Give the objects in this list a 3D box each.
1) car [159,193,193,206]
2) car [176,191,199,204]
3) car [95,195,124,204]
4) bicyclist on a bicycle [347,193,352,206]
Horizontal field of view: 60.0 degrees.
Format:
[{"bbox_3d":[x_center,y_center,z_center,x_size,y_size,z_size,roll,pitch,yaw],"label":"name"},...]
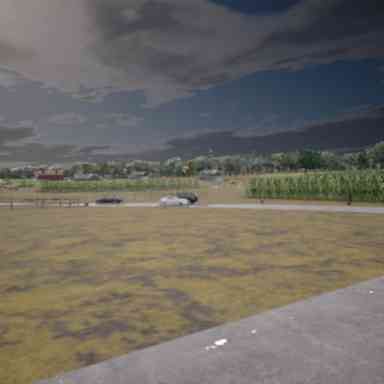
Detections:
[{"bbox_3d":[-2.707,1.351,49.923,4.674,1.442,1.812,0,2,20],"label":"car"},{"bbox_3d":[-1.712,0.946,52.632,5.566,2.045,2.150,-1,2,20],"label":"car"},{"bbox_3d":[-13.752,1.296,55.539,4.674,1.442,1.812,0,2,7],"label":"car"},{"bbox_3d":[20.283,1.002,42.843,0.582,1.620,1.656,1,1,43],"label":"bicyclist on a bicycle"}]
